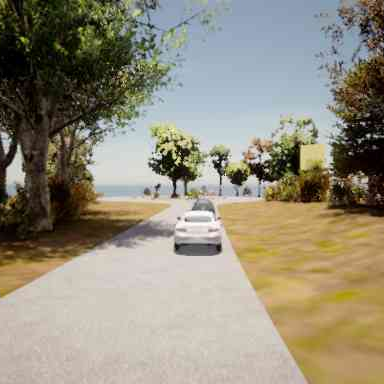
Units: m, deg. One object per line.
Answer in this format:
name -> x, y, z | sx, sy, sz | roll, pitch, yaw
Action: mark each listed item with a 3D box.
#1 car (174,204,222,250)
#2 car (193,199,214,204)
car -> 0.285, 1.498, 14.234 | 1.812, 1.442, 4.674 | 0, 1, 3
car -> 0.992, 1.297, 29.121 | 1.994, 1.385, 4.181 | 0, 1, 3
